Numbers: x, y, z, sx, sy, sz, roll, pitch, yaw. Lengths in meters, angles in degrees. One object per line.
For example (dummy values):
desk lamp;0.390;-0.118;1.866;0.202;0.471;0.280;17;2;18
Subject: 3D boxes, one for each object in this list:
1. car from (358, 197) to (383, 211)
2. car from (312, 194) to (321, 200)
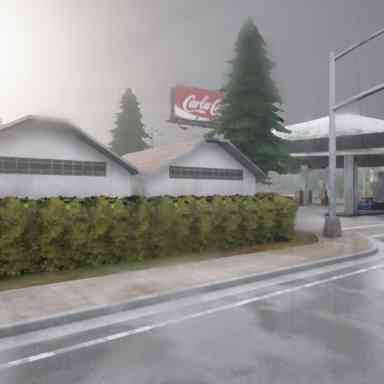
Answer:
car;21.660;1.474;39.887;4.611;1.667;2.242;0;0;-36
car;32.751;1.318;89.375;2.152;1.636;5.027;0;0;-36
